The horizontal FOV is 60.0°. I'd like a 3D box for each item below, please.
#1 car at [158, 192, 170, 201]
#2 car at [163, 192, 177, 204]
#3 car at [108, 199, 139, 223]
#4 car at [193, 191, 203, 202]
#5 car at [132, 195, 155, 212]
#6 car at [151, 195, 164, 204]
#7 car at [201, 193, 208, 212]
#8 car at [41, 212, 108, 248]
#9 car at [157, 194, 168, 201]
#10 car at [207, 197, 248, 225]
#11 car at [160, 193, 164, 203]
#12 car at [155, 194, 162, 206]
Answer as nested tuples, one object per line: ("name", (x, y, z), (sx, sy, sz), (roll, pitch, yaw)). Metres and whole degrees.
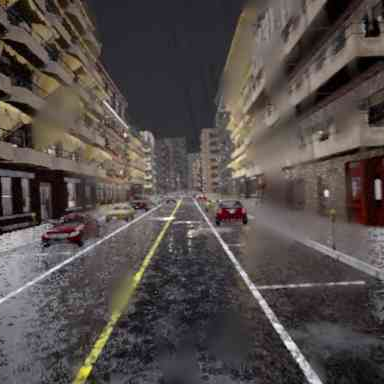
("car", (-6.431, 0.944, 76.607), (2.192, 1.841, 5.009), (-2, 0, -1))
("car", (-3.587, 1.210, 58.143), (2.033, 1.411, 5.357), (-3, 0, -1))
("car", (-5.658, 1.552, 26.506), (1.752, 1.417, 4.829), (-2, 0, -1))
("car", (1.699, 0.849, 60.103), (1.967, 1.590, 4.097), (-2, 0, -1))
("car", (-5.837, 1.253, 37.770), (2.192, 1.841, 5.009), (-2, 0, -1))
("car", (-6.168, 1.344, 59.965), (1.802, 1.307, 4.206), (-2, 0, -1))
("car", (2.123, 1.152, 32.532), (1.752, 1.417, 4.829), (-2, 0, -1))
("car", (-5.489, 1.694, 15.580), (1.802, 1.307, 4.206), (-2, 0, -1))
("car", (-6.338, 1.224, 71.061), (2.008, 1.369, 4.403), (-2, 0, -1))
("car", (2.293, 1.156, 21.265), (1.967, 1.590, 4.097), (-2, 0, -1))
("car", (-6.083, 1.372, 54.417), (1.947, 1.339, 4.313), (-2, 0, -1))
("car", (-5.999, 1.401, 48.869), (2.008, 1.369, 4.403), (-2, 0, -1))
